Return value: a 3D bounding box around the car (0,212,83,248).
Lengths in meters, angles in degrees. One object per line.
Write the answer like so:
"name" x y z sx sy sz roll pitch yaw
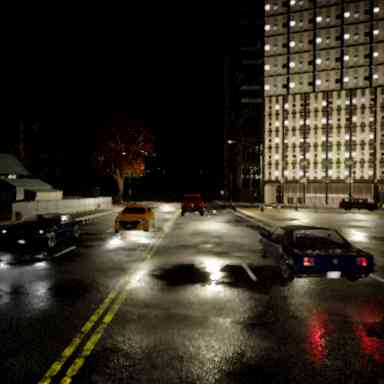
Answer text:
"car" -6.594 1.631 15.115 1.895 1.301 4.718 0 0 0

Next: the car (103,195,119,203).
"car" -16.929 1.362 66.527 4.553 1.767 2.097 0 2 21

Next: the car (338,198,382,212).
"car" 23.024 1.762 46.165 5.009 1.841 2.192 0 2 20

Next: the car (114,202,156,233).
"car" -3.335 1.519 20.081 1.882 1.535 5.008 0 0 0

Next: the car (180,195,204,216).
"car" 0.006 1.297 33.025 2.150 2.045 5.566 0 0 -1

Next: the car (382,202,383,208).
"car" 31.059 1.853 51.617 4.403 1.369 2.008 0 2 20

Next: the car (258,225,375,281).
"car" 3.252 1.620 9.844 1.895 1.301 4.718 0 0 0
